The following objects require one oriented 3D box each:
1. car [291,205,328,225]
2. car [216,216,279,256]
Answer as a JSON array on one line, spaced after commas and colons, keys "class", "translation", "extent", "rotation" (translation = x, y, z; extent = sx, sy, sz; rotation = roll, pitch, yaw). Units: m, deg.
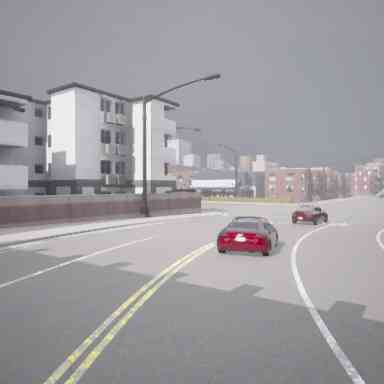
[{"class": "car", "translation": [9.352, 1.780, 26.328], "extent": [1.812, 1.442, 4.674], "rotation": [1, 0, 37]}, {"class": "car", "translation": [2.392, 1.671, 13.723], "extent": [1.994, 1.385, 4.181], "rotation": [0, -1, 19]}]
